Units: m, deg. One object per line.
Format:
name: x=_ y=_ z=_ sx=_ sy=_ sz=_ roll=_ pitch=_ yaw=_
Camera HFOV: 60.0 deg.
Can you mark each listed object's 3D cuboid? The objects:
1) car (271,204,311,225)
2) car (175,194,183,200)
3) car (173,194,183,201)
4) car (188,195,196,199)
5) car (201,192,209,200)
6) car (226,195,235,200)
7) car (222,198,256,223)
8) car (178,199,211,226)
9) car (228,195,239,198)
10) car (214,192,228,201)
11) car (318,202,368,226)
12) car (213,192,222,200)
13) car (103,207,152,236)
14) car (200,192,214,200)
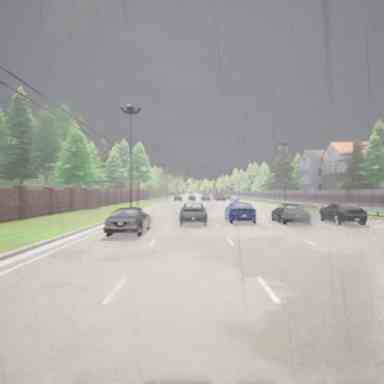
car: x=7.095 y=1.569 z=24.249 sx=1.994 sy=1.385 sz=4.181 roll=0 pitch=0 yaw=0
car: x=-3.519 y=1.377 z=91.286 sx=1.812 sy=1.442 sz=4.674 roll=0 pitch=0 yaw=0
car: x=-3.517 y=1.510 z=80.866 sx=1.837 sy=1.490 sz=4.892 roll=0 pitch=0 yaw=0
car: x=-0.017 y=1.510 z=80.867 sx=1.837 sy=1.490 sz=4.892 roll=0 pitch=0 yaw=0
car: x=3.481 y=1.078 z=91.318 sx=2.150 sy=2.045 sz=5.566 roll=0 pitch=0 yaw=0
car: x=10.481 y=1.406 z=91.289 sx=1.994 sy=1.385 sz=4.181 roll=0 pitch=0 yaw=0
car: x=3.595 y=1.483 z=25.284 sx=1.882 sy=1.535 sz=5.008 roll=0 pitch=0 yaw=0
car: x=0.095 y=1.497 z=23.659 sx=2.128 sy=1.511 sz=4.902 roll=0 pitch=0 yaw=0
car: x=10.483 y=1.535 z=81.286 sx=1.812 sy=1.442 sz=4.674 roll=0 pitch=0 yaw=0
car: x=6.983 y=1.366 z=81.255 sx=2.097 sy=1.767 sz=4.553 roll=0 pitch=0 yaw=0
car: x=10.595 y=1.510 z=23.728 sx=1.837 sy=1.490 sz=4.892 roll=0 pitch=0 yaw=0
car: x=6.981 y=1.078 z=91.318 sx=2.150 sy=2.045 sz=5.566 roll=0 pitch=0 yaw=0
car: x=-3.404 y=1.552 z=18.293 sx=2.033 sy=1.411 sz=5.357 roll=0 pitch=0 yaw=0
car: x=3.483 y=1.366 z=81.254 sx=2.097 sy=1.767 sz=4.553 roll=0 pitch=0 yaw=0
